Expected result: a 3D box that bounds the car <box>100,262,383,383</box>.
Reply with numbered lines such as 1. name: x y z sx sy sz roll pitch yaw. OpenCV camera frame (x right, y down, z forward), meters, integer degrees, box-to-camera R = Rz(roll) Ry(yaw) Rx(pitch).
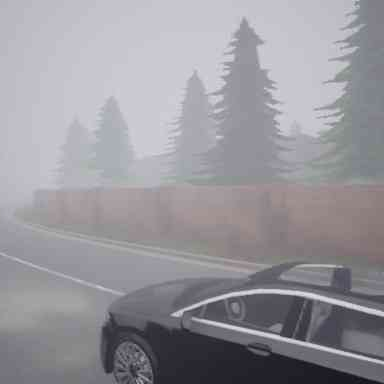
1. car: 1.097 1.504 3.353 4.902 1.511 2.128 0 0 37
